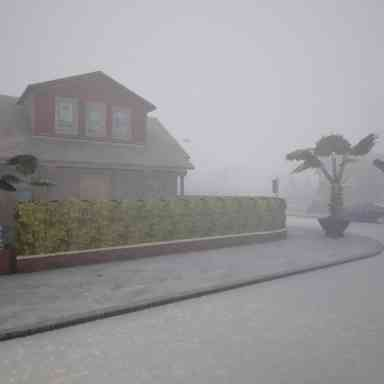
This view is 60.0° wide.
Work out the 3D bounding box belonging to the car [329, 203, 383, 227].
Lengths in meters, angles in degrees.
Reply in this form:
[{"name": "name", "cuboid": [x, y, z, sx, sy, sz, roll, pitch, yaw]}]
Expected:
[{"name": "car", "cuboid": [12.031, 1.478, 23.068, 1.882, 1.535, 5.008, -1, 1, -37]}]
